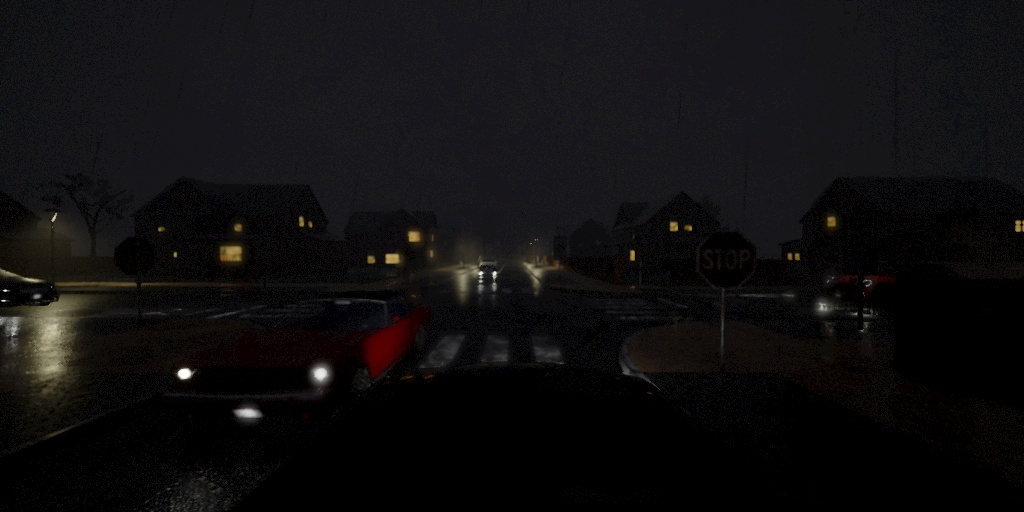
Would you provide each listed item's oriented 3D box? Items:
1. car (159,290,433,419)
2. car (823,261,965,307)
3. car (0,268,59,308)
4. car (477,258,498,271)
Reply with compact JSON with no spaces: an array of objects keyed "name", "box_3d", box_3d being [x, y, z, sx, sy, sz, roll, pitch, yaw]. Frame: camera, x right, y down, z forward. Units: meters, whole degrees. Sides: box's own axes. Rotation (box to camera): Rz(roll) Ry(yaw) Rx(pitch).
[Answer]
[{"name":"car","box_3d":[-2.739,1.306,5.928,1.895,1.301,4.718,0,1,0]},{"name":"car","box_3d":[15.700,1.062,14.781,4.553,1.767,2.097,0,1,0]},{"name":"car","box_3d":[-18.099,1.061,11.806,4.902,1.511,2.128,0,1,0]},{"name":"car","box_3d":[-2.677,0.953,40.475,1.812,1.442,4.674,0,1,0]}]
